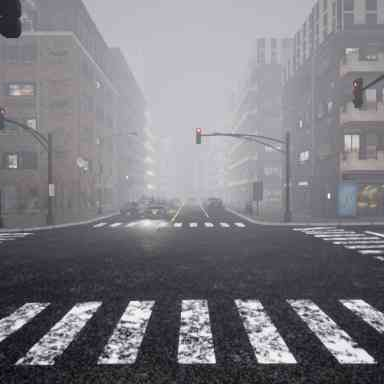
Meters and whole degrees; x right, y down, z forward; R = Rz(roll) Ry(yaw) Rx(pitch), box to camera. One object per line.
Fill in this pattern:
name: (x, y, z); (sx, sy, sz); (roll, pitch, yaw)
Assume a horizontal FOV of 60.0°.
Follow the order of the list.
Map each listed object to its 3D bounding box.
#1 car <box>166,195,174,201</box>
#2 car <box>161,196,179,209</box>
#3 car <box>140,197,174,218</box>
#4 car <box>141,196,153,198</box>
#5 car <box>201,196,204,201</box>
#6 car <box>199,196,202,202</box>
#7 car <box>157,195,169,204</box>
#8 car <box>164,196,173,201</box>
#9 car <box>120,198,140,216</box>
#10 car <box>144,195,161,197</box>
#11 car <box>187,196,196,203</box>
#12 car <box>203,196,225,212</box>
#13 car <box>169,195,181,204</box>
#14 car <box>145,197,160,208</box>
car: (-5.828, 1.595, 89.045); (2.008, 1.369, 4.403); (0, 0, 0)
car: (-3.167, 1.611, 44.064); (1.895, 1.301, 4.718); (0, 0, 0)
car: (-3.138, 1.497, 30.655); (2.128, 1.511, 4.902); (0, 0, 1)
car: (-5.748, 1.534, 37.734); (1.752, 1.417, 4.829); (0, 0, 0)
car: (2.623, 1.451, 43.601); (1.967, 1.590, 4.097); (0, 0, 0)
car: (2.606, 1.599, 54.966); (1.802, 1.307, 4.206); (0, 0, 0)
car: (-5.793, 1.465, 66.316); (1.967, 1.590, 4.097); (0, 0, 0)
car: (-5.819, 1.589, 83.362); (2.008, 1.369, 4.403); (0, 0, 0)
car: (-5.739, 1.572, 32.221); (1.947, 1.339, 4.313); (0, 0, 0)
car: (-5.758, 1.326, 43.586); (2.192, 1.841, 5.009); (0, 0, 0)
car: (-0.065, 1.539, 70.643); (2.128, 1.511, 4.902); (0, 0, 0)
car: (2.632, 1.448, 37.919); (1.967, 1.590, 4.097); (0, 0, 0)
car: (-3.101, 1.589, 64.597); (1.994, 1.385, 4.181); (0, 0, 0)
car: (-5.766, 1.539, 49.098); (1.752, 1.417, 4.829); (0, 0, 0)
